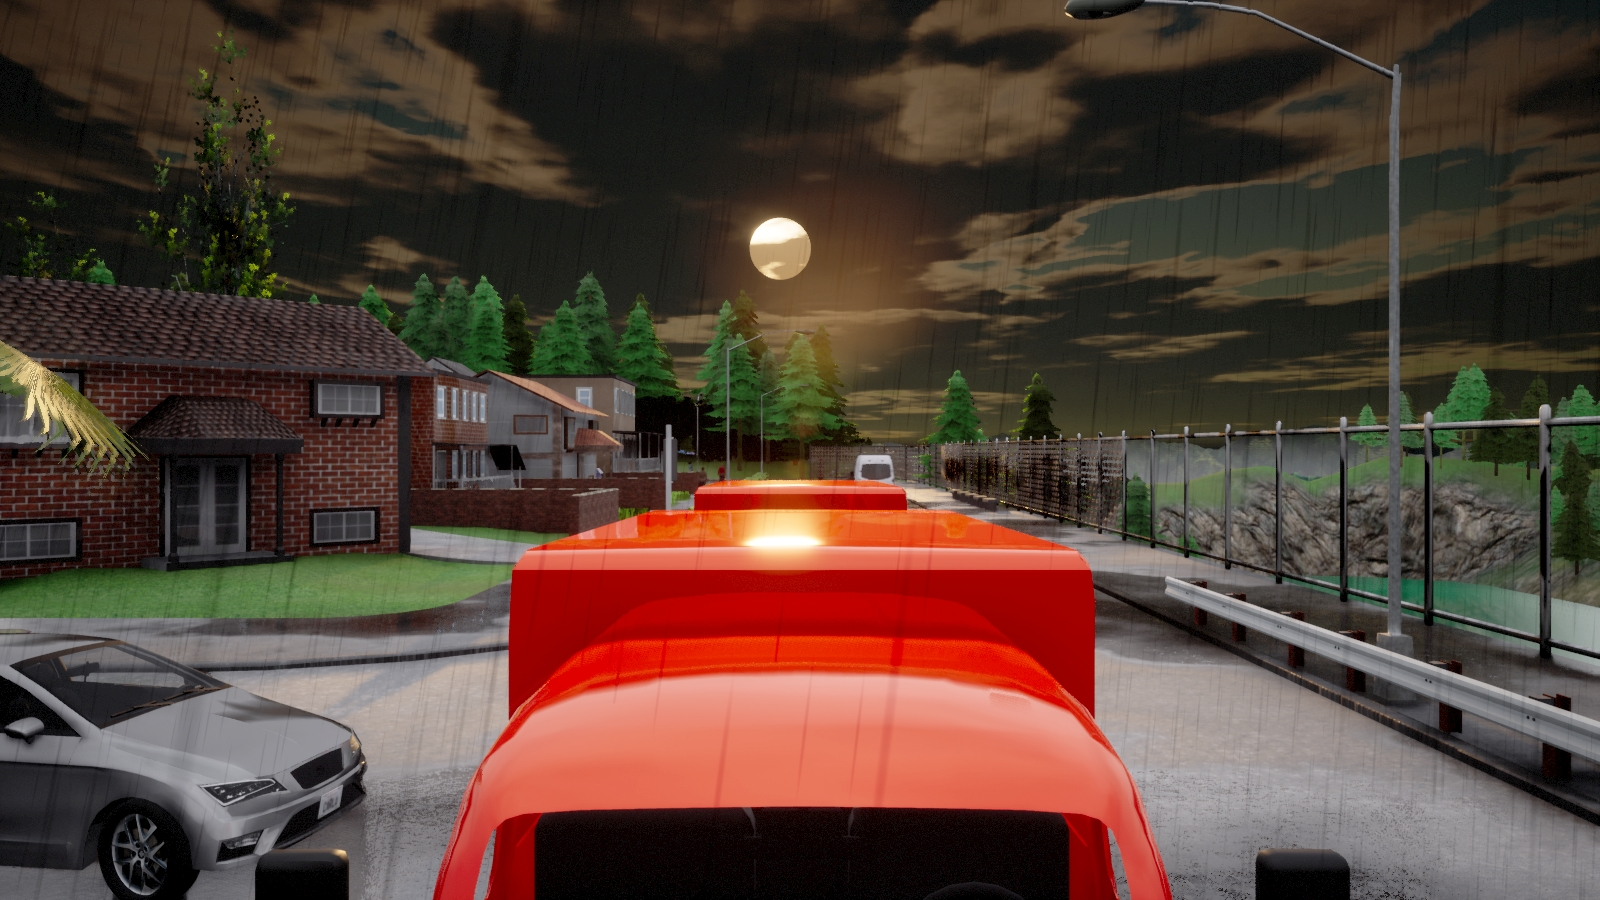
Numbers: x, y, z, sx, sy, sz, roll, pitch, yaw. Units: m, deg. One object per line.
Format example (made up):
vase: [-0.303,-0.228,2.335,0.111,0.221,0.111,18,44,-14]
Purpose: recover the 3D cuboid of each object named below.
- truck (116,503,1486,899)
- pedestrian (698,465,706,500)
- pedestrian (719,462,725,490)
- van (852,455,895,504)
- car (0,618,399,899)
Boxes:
truck: [0.003,1.571,4.792,2.627,2.467,5.204,0,0,0]
pedestrian: [-5.292,1.770,61.744,0.375,1.860,0.375,0,0,0]
pedestrian: [-5.290,1.776,77.688,0.375,1.860,0.375,0,0,0]
van: [3.992,1.559,62.943,1.988,2.561,5.915,0,0,0]
car: [-5.218,2.069,7.982,4.193,1.474,1.816,0,0,8]
